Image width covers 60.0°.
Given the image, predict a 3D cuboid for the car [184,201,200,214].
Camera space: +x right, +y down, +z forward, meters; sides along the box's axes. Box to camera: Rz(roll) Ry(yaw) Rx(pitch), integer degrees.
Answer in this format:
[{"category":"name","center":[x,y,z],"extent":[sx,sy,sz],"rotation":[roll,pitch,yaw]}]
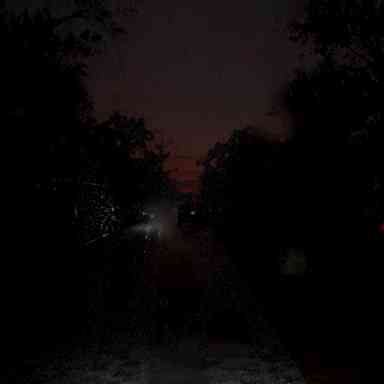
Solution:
[{"category":"car","center":[0.037,1.899,42.714],"extent":[1.882,1.535,5.008],"rotation":[0,-1,0]}]

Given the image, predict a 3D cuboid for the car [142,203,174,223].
[{"category":"car","center":[-2.916,1.657,27.217],"extent":[2.128,1.511,4.902],"rotation":[0,-1,0]}]

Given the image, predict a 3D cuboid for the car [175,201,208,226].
[{"category":"car","center":[0.050,1.482,24.577],"extent":[2.097,1.767,4.553],"rotation":[0,-1,0]}]
